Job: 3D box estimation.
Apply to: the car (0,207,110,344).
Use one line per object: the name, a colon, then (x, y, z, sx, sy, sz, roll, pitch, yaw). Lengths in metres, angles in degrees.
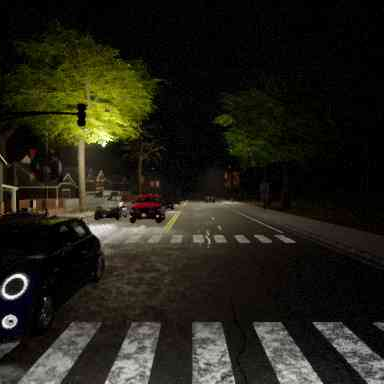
car: (-3.319, 1.350, 6.650, 2.097, 1.767, 4.553, 0, 0, 0)

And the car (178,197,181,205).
car: (-2.959, 1.585, 58.229, 2.033, 1.411, 5.357, 0, 0, 0)

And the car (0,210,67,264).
car: (-6.545, 1.526, 12.664, 1.812, 1.442, 4.674, 0, 0, 0)

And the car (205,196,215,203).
car: (3.687, 1.503, 67.625, 1.837, 1.490, 4.892, 0, 0, 1)

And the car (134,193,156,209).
car: (-6.358, 1.215, 45.698, 2.150, 2.045, 5.566, 0, 0, 1)

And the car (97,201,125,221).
car: (-6.466, 1.480, 27.105, 2.128, 1.511, 4.902, 0, 0, 0)

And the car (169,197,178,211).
car: (-3.139, 1.498, 40.836, 1.837, 1.490, 4.892, 0, -1, 0)

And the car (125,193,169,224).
car: (-3.225, 1.213, 25.076, 2.150, 2.045, 5.566, 0, 0, 0)
